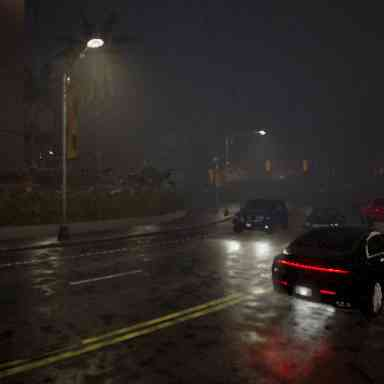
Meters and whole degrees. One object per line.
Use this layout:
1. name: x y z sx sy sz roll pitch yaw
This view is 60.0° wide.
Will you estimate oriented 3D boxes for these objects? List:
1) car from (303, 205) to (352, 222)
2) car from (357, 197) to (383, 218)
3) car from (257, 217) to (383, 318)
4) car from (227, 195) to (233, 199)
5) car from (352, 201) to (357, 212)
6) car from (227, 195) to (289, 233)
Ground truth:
1. car: 7.415 1.617 18.491 2.128 1.511 4.902 0 0 28
2. car: 13.109 1.332 23.000 2.150 2.045 5.566 0 0 20
3. car: 3.663 1.540 7.630 1.837 1.490 4.892 0 -1 44
4. car: 9.775 1.843 78.724 2.097 1.535 5.008 0 0 5
5. car: 19.450 1.708 37.974 1.812 1.442 4.674 0 0 7
6. car: 4.317 1.412 20.120 2.150 2.045 5.566 0 0 28
